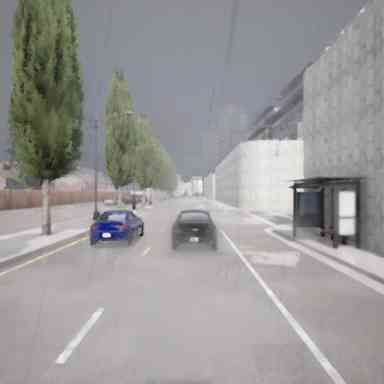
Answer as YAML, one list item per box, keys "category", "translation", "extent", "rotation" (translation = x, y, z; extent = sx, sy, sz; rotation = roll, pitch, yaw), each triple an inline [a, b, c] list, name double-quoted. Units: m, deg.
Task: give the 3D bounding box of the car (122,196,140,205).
- category: "car"
  translation: [-11.527, 1.738, 62.081]
  extent: [1.994, 1.385, 4.181]
  rotation: [0, 0, 1]

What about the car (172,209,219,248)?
- category: "car"
  translation: [0.146, 1.547, 14.892]
  extent: [1.837, 1.490, 4.892]
  rotation: [0, 0, 2]

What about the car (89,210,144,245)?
- category: "car"
  translation: [-3.414, 1.570, 15.625]
  extent: [1.812, 1.442, 4.674]
  rotation: [0, 0, 0]

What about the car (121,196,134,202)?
- category: "car"
  translation: [-15.010, 1.629, 77.994]
  extent: [2.033, 1.411, 5.357]
  rotation: [0, 0, 0]

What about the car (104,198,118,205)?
- category: "car"
  translation: [-15.018, 1.780, 62.164]
  extent: [1.895, 1.301, 4.718]
  rotation: [0, 0, 0]

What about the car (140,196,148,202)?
- category: "car"
  translation: [-11.510, 1.613, 77.904]
  extent: [1.812, 1.442, 4.674]
  rotation: [0, 0, 0]
